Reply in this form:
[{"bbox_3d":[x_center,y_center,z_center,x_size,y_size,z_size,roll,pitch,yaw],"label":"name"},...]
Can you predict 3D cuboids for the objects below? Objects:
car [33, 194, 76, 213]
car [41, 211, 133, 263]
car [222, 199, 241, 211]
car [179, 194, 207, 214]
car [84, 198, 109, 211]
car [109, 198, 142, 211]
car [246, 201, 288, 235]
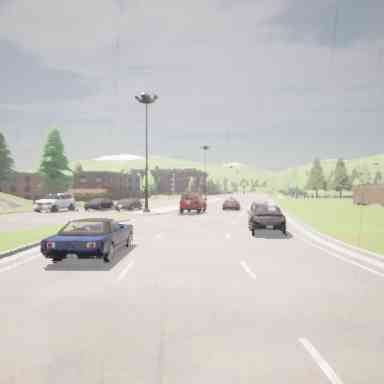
[{"bbox_3d":[-15.094,1.191,36.870,2.150,2.045,5.566,0,0,12],"label":"car"},{"bbox_3d":[-3.437,1.591,11.947,1.895,1.301,4.718,0,0,2],"label":"car"},{"bbox_3d":[4.915,1.529,41.188,1.994,1.385,4.181,0,0,12],"label":"car"},{"bbox_3d":[0.171,1.192,35.566,2.150,2.045,5.566,0,0,12],"label":"car"},{"bbox_3d":[-10.962,1.445,39.484,1.882,1.535,5.008,0,0,12],"label":"car"},{"bbox_3d":[-7.451,1.459,39.170,2.128,1.511,4.902,0,0,12],"label":"car"},{"bbox_3d":[4.150,1.475,18.659,2.128,1.511,4.902,0,0,8],"label":"car"}]
